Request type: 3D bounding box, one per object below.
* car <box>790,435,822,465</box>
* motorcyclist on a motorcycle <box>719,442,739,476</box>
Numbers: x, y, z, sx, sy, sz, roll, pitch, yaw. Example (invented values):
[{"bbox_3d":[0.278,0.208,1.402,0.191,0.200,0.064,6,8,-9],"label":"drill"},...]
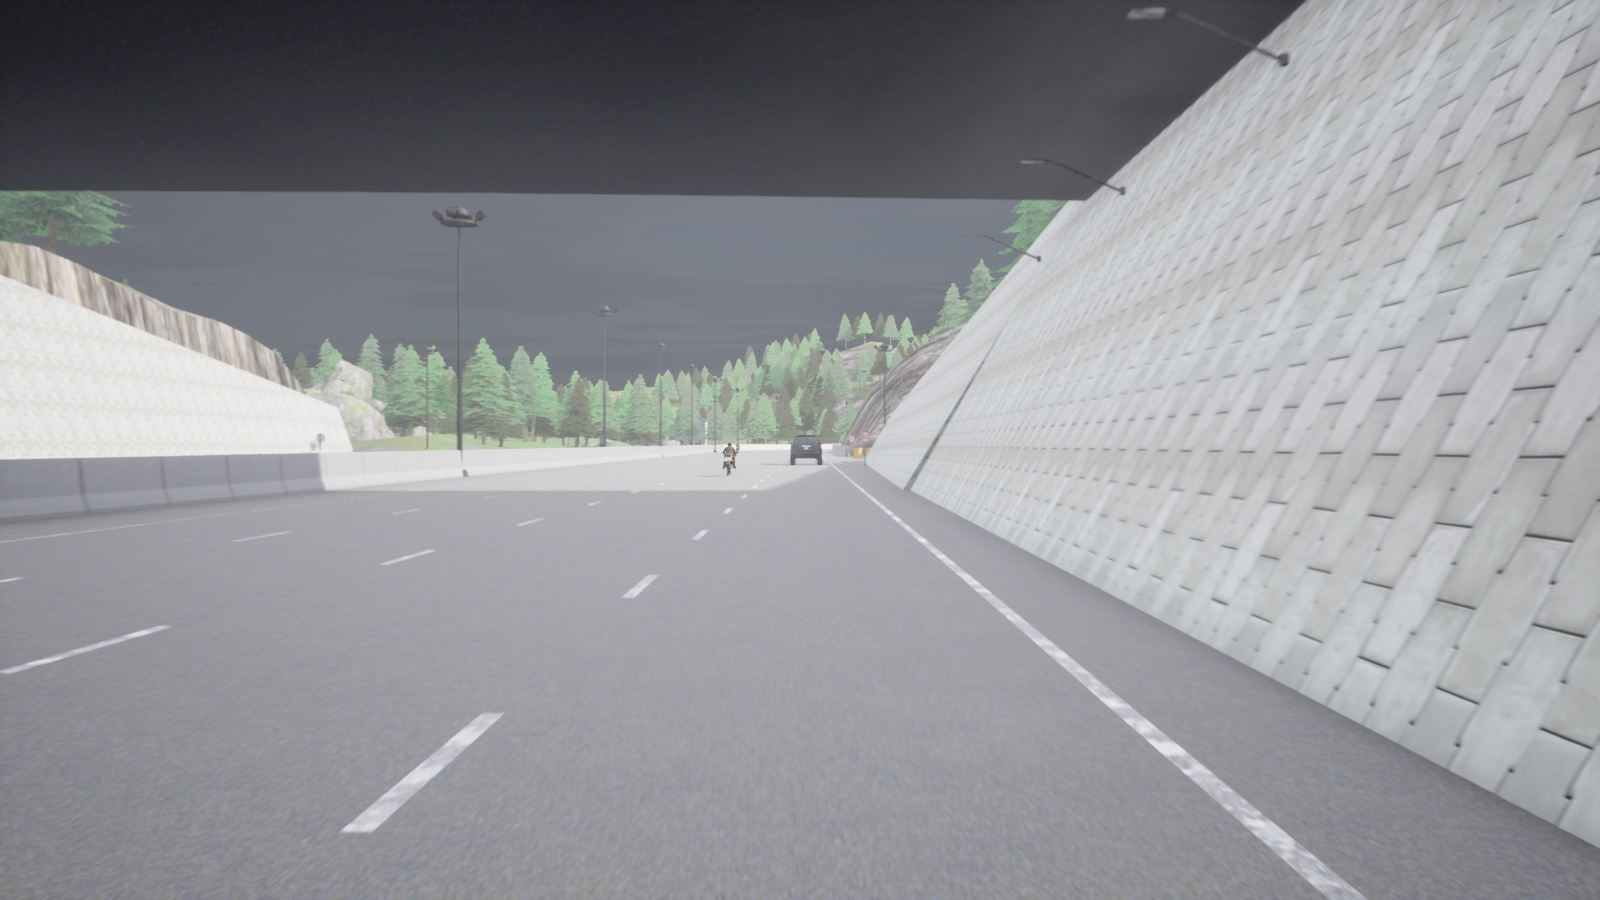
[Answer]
[{"bbox_3d":[0.430,-0.016,86.462,2.150,2.045,5.566,0,0,0],"label":"car"},{"bbox_3d":[-3.205,0.408,57.014,0.797,1.523,2.044,0,0,0],"label":"motorcyclist on a motorcycle"}]
